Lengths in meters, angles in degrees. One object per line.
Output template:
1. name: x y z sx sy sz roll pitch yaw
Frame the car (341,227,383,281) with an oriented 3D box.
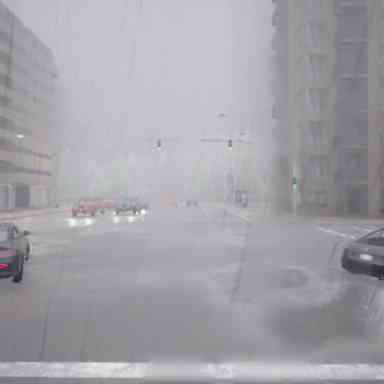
1. car: 6.205 1.608 9.128 4.181 1.385 1.994 0 -1 -23

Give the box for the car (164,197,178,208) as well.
1. car: -3.403 1.613 54.515 2.097 1.767 4.553 0 0 0

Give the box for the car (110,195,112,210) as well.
1. car: -10.577 1.437 44.889 2.150 2.045 5.566 0 0 0

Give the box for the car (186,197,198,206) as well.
1. car: 0.004 1.637 59.558 2.097 1.767 4.553 0 0 0

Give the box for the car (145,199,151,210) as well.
1. car: -7.065 1.720 47.669 2.128 1.511 4.902 0 0 0

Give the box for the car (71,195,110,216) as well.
1. car: -10.597 1.387 34.522 2.150 2.045 5.566 0 0 0

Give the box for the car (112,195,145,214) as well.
1. car: -7.096 1.402 37.647 2.150 2.045 5.566 0 0 0

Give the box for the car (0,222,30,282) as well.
1. car: -5.678 1.571 9.335 1.812 1.442 4.674 1 0 -24
